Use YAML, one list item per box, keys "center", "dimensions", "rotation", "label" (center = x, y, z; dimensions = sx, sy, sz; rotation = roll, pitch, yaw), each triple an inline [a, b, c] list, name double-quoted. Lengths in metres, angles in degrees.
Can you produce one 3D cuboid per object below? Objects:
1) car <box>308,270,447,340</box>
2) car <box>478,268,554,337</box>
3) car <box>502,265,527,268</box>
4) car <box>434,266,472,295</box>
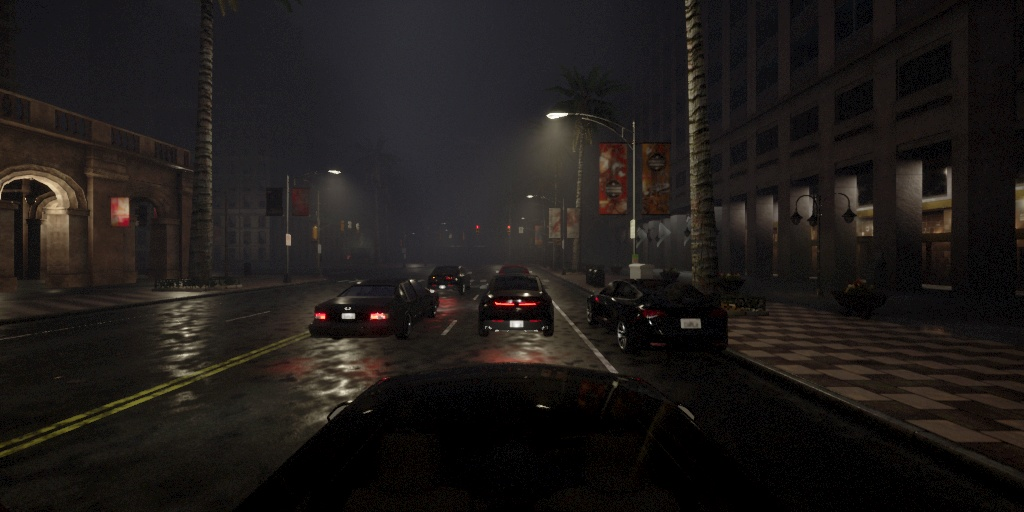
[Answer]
- center: [-3.393, 1.297, 9.966]
  dimensions: [2.033, 1.411, 5.357]
  rotation: [0, 0, 0]
  label: "car"
- center: [0.097, 1.254, 10.346]
  dimensions: [1.837, 1.490, 4.892]
  rotation: [0, 0, 0]
  label: "car"
- center: [0.111, 1.228, 19.796]
  dimensions: [1.882, 1.535, 5.008]
  rotation: [0, 0, 0]
  label: "car"
- center: [-3.384, 1.255, 19.855]
  dimensions: [1.837, 1.490, 4.892]
  rotation: [0, 0, 0]
  label: "car"
